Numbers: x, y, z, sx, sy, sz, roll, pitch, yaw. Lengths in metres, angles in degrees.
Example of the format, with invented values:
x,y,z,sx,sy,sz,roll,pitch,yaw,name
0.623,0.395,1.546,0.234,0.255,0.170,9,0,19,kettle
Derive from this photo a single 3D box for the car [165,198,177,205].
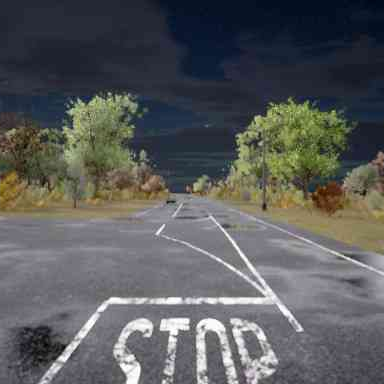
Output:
x,y,z,sx,sy,sz,roll,pitch,yaw,name
-3.725,1.647,59.492,1.895,1.301,4.718,0,0,-1,car
